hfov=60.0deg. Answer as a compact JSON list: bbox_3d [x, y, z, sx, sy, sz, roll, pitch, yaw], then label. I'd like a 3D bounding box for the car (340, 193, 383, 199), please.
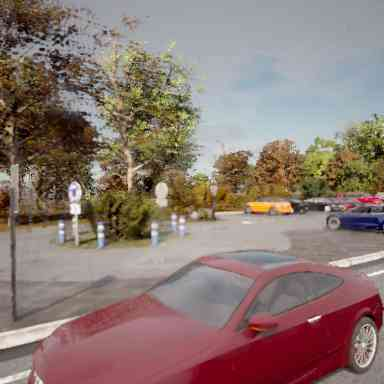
[{"bbox_3d":[20.884,1.113,41.245,2.435,2.045,5.566,0,0,-35],"label":"car"}]

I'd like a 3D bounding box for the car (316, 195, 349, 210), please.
[{"bbox_3d":[14.037,1.369,36.472,2.231,1.521,4.892,0,0,-35],"label":"car"}]

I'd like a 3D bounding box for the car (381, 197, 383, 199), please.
[{"bbox_3d":[16.585,1.368,23.103,1.946,1.575,5.366,0,0,-35],"label":"car"}]

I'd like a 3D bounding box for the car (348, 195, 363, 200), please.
[{"bbox_3d":[16.265,1.396,37.995,2.163,1.488,4.792,0,0,-35],"label":"car"}]

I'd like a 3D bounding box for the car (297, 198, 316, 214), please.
[{"bbox_3d":[9.323,1.370,33.142,2.097,1.535,5.008,0,0,-35],"label":"car"}]

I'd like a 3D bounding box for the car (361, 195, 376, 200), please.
[{"bbox_3d":[18.575,1.395,39.620,2.163,1.488,4.792,0,0,-35],"label":"car"}]

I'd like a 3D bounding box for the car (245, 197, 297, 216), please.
[{"bbox_3d":[7.130,1.246,31.567,2.185,1.767,4.553,0,0,-35],"label":"car"}]

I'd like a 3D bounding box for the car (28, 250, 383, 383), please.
[{"bbox_3d":[0.582,1.526,4.099,4.674,1.442,1.812,0,0,-35],"label":"car"}]

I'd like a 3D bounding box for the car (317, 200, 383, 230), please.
[{"bbox_3d":[9.741,1.404,18.096,2.163,1.488,4.792,0,0,-35],"label":"car"}]
